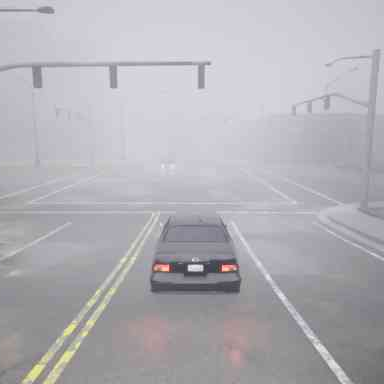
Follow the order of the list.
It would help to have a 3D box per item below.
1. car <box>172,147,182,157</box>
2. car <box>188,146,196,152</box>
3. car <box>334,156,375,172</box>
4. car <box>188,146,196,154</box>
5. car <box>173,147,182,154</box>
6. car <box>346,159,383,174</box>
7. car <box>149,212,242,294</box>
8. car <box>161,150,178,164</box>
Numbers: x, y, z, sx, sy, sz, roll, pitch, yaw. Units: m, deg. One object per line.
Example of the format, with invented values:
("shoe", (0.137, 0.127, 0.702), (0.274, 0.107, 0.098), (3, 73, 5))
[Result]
("car", (-3.486, -8.095, 68.618), (2.033, 1.411, 5.357), (0, 9, 0))
("car", (0.019, -11.821, 91.168), (1.994, 1.385, 4.181), (0, 9, 0))
("car", (18.496, -3.199, 37.344), (4.553, 1.767, 2.097), (0, 9, 0))
("car", (0.017, -10.333, 81.111), (2.097, 1.767, 4.553), (0, 9, 0))
("car", (-3.483, -10.181, 81.126), (1.837, 1.490, 4.892), (0, 9, 0))
("car", (18.777, -2.391, 33.929), (4.718, 1.301, 1.895), (0, 9, 0))
("car", (0.076, 1.216, 8.422), (2.033, 1.411, 5.357), (0, 4, 0))
("car", (-3.581, -5.089, 50.030), (1.812, 1.442, 4.674), (0, 9, 0))
